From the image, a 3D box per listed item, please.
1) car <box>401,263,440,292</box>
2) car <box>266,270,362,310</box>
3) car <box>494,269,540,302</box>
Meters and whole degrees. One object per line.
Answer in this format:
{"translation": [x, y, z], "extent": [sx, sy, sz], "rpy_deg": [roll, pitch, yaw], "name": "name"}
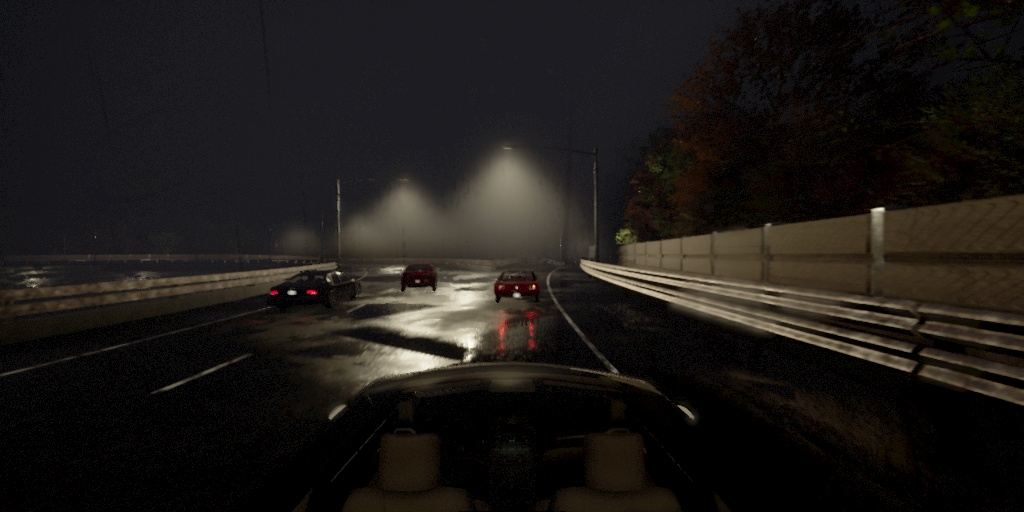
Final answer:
{"translation": [-5.345, 1.160, 21.117], "extent": [1.882, 1.535, 5.008], "rpy_deg": [-1, 0, -10], "name": "car"}
{"translation": [-7.824, 1.296, 14.748], "extent": [2.033, 1.411, 5.357], "rpy_deg": [-1, 0, -7], "name": "car"}
{"translation": [0.291, 1.255, 16.345], "extent": [1.895, 1.301, 4.718], "rpy_deg": [-1, 0, 3], "name": "car"}
